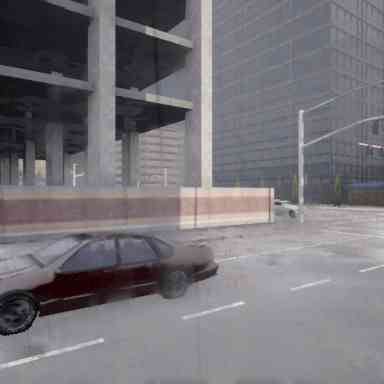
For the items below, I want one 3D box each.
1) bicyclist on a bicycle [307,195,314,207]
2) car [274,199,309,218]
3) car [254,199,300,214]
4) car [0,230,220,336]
[{"bbox_3d":[16.506,1.301,46.158,1.656,1.620,0.582,0,0,-36],"label":"bicyclist on a bicycle"},{"bbox_3d":[8.517,1.526,30.801,1.812,1.442,4.674,0,0,-36],"label":"car"},{"bbox_3d":[9.094,1.526,35.972,1.812,1.442,4.674,0,0,-36],"label":"car"},{"bbox_3d":[-1.936,1.547,6.880,5.357,1.411,2.033,0,0,-35],"label":"car"}]
